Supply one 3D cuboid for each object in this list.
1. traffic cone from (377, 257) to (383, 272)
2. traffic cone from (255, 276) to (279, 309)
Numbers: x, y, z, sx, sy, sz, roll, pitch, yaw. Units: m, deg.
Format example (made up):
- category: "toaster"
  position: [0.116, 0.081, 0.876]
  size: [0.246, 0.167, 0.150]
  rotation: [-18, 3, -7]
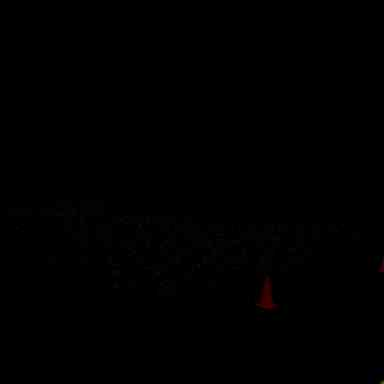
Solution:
- category: "traffic cone"
  position: [5.575, 1.999, 9.573]
  size: [0.340, 0.580, 0.340]
  rotation: [0, 0, -36]
- category: "traffic cone"
  position: [1.506, 1.979, 6.666]
  size: [0.340, 0.580, 0.340]
  rotation: [0, 0, -36]
